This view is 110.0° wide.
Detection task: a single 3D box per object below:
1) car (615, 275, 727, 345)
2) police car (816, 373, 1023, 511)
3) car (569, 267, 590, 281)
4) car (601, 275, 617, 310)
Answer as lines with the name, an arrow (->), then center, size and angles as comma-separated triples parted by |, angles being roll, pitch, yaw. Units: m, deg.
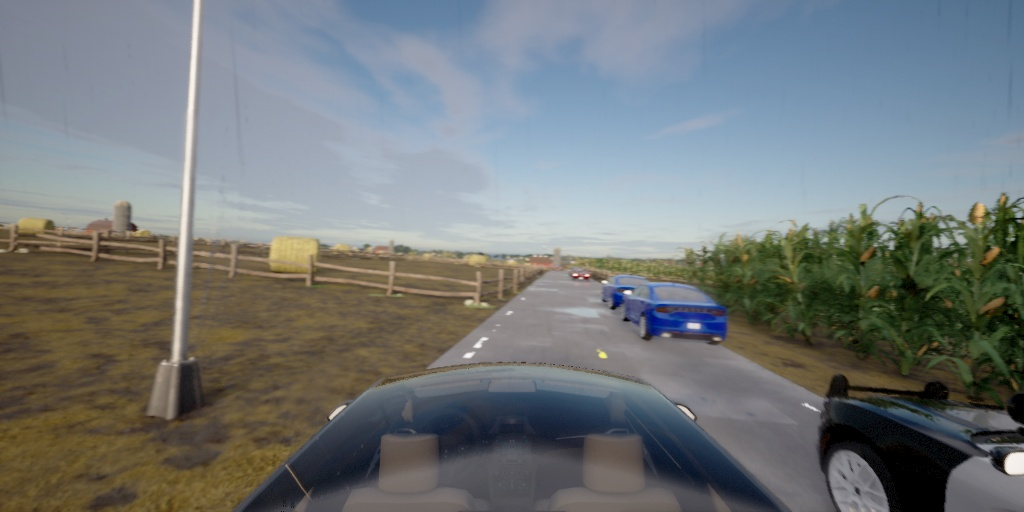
car -> 4.618, 1.541, 10.918 | 1.882, 1.535, 5.008 | 3, -1, 7
police car -> 3.340, 1.325, 1.113 | 1.930, 1.638, 5.238 | 3, -1, 7
car -> 7.682, 2.112, 40.431 | 1.895, 1.301, 4.718 | 3, -1, 8
car -> 5.391, 1.635, 16.867 | 1.882, 1.535, 5.008 | 2, 0, 7
